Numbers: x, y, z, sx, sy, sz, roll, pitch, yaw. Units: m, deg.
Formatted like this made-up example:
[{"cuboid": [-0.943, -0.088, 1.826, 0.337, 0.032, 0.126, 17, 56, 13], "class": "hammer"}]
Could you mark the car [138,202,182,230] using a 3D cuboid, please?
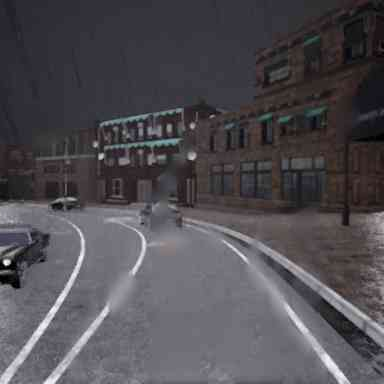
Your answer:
[{"cuboid": [-2.043, 1.394, 20.567, 1.837, 1.490, 4.892, 0, 0, -20], "class": "car"}]

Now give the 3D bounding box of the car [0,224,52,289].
[{"cuboid": [-5.193, 1.595, 9.058, 1.895, 1.301, 4.718, 0, 0, -14], "class": "car"}]

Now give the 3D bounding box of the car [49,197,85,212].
[{"cuboid": [-13.334, 1.236, 35.211, 5.008, 1.535, 1.882, 0, 1, 41], "class": "car"}]
